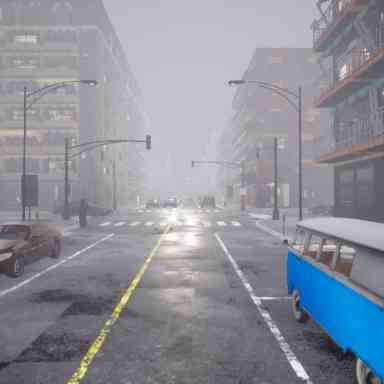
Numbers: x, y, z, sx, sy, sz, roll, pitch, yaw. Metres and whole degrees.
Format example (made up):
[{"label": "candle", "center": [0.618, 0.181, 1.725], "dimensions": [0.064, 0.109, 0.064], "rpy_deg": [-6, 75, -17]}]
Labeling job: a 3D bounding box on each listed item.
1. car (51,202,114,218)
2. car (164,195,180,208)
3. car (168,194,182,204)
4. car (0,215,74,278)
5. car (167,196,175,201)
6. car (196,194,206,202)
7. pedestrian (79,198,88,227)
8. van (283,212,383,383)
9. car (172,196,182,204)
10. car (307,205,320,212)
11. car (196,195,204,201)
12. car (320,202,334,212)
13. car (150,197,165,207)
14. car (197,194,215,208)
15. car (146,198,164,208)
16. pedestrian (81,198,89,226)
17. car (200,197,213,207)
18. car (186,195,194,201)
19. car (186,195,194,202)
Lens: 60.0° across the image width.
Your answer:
[{"label": "car", "center": [-9.794, 1.556, 29.886], "dimensions": [5.357, 1.411, 2.033], "rpy_deg": [0, -1, 10]}, {"label": "car", "center": [-3.110, 1.602, 48.453], "dimensions": [1.994, 1.385, 4.181], "rpy_deg": [0, 0, -1]}, {"label": "car", "center": [-3.148, 1.576, 58.343], "dimensions": [1.812, 1.442, 4.674], "rpy_deg": [0, 0, 0]}, {"label": "car", "center": [-5.354, 1.588, 10.127], "dimensions": [1.802, 1.307, 4.206], "rpy_deg": [1, 0, 0]}, {"label": "car", "center": [-5.813, 1.718, 92.531], "dimensions": [1.752, 1.417, 4.829], "rpy_deg": [1, 0, 0]}, {"label": "car", "center": [2.131, 1.444, 81.655], "dimensions": [2.192, 1.841, 5.009], "rpy_deg": [1, 0, 0]}, {"label": "pedestrian", "center": [-7.027, 1.309, 21.152], "dimensions": [0.375, 1.860, 0.375], "rpy_deg": [1, -1, 0]}, {"label": "van", "center": [2.529, 1.343, 4.585], "dimensions": [1.690, 1.788, 3.998], "rpy_deg": [1, 0, 0]}, {"label": "car", "center": [-3.136, 1.602, 68.545], "dimensions": [1.812, 1.442, 4.674], "rpy_deg": [0, 0, 0]}, {"label": "car", "center": [14.172, 1.617, 33.493], "dimensions": [4.718, 1.301, 1.895], "rpy_deg": [0, -1, -3]}, {"label": "car", "center": [2.098, 1.601, 87.218], "dimensions": [1.967, 1.590, 4.097], "rpy_deg": [1, 0, 0]}, {"label": "car", "center": [13.591, 1.452, 28.077], "dimensions": [4.403, 1.369, 2.008], "rpy_deg": [0, -1, 0]}, {"label": "car", "center": [-5.595, 1.610, 53.768], "dimensions": [1.947, 1.339, 4.313], "rpy_deg": [1, 0, 0]}, {"label": "car", "center": [2.320, 1.353, 48.297], "dimensions": [2.192, 1.841, 5.009], "rpy_deg": [1, 0, 0]}, {"label": "car", "center": [-5.565, 1.604, 48.207], "dimensions": [1.947, 1.339, 4.313], "rpy_deg": [1, 0, 0]}, {"label": "pedestrian", "center": [-7.036, 1.310, 21.873], "dimensions": [0.375, 1.860, 0.375], "rpy_deg": [1, -1, 0]}, {"label": "car", "center": [2.284, 1.569, 54.026], "dimensions": [1.752, 1.417, 4.829], "rpy_deg": [1, 0, 0]}, {"label": "car", "center": [-0.486, 1.538, 88.291], "dimensions": [2.033, 1.411, 5.357], "rpy_deg": [0, 0, 0]}, {"label": "car", "center": [-0.431, 1.658, 78.282], "dimensions": [1.994, 1.385, 4.181], "rpy_deg": [0, 0, 0]}]
